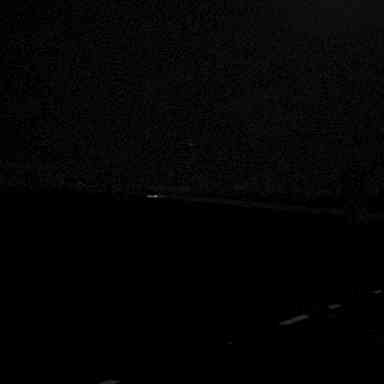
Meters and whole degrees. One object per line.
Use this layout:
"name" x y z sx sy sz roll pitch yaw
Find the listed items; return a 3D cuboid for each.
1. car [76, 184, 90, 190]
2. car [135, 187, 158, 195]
"car" -29.258 -1.374 90.874 1.812 1.442 4.674 0 1 -36
"car" -7.809 -0.215 56.577 2.033 1.411 5.357 0 2 -36
